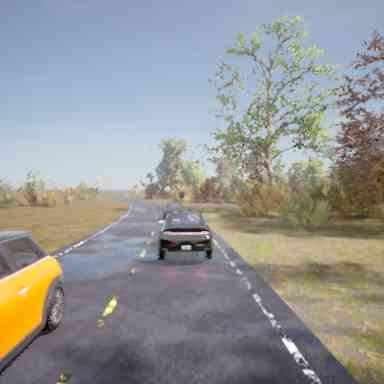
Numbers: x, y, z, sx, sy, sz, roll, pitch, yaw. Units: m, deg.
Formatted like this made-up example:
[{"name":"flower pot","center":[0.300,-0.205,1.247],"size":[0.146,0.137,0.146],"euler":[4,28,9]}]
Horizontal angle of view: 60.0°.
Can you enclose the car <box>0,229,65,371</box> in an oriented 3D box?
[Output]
[{"name":"car","center":[-3.201,1.364,3.824],"size":[2.097,1.767,4.553],"euler":[0,0,-1]}]

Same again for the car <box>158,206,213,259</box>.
[{"name":"car","center":[-0.288,1.520,12.792],"size":[2.128,1.511,4.902],"euler":[0,0,-3]}]

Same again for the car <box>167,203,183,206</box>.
[{"name":"car","center":[-1.473,1.624,28.398],"size":[1.994,1.385,4.181],"euler":[0,0,-6]}]
